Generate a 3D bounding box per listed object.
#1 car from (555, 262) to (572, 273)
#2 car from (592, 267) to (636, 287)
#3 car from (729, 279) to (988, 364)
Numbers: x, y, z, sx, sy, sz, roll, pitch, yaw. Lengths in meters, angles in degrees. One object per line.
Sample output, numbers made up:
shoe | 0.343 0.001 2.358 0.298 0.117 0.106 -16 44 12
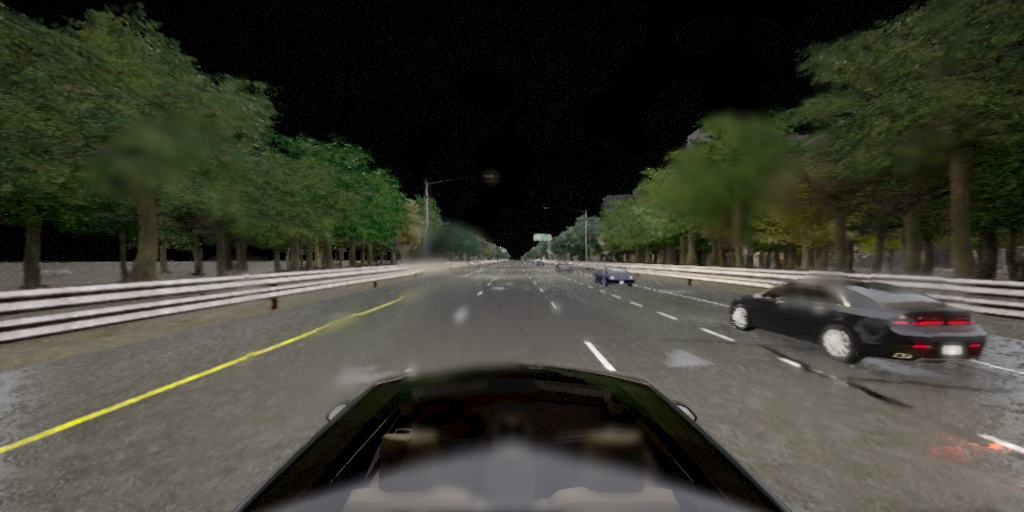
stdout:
car | 7.133 1.523 50.067 2.128 1.511 4.902 0 0 0
car | 7.032 1.446 25.272 1.895 1.301 4.718 0 0 0
car | 7.002 1.269 8.114 1.837 1.490 4.892 0 0 0
